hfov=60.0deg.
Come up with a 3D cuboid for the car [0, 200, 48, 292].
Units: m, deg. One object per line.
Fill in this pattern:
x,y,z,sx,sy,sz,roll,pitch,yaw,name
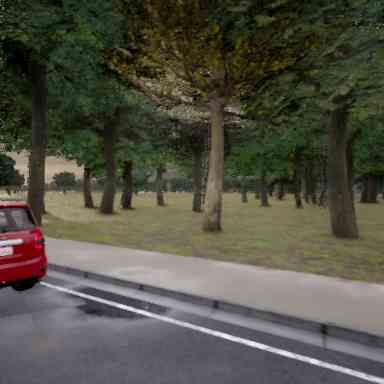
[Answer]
-5.634,1.221,7.694,5.566,2.045,2.150,-1,0,35,car
